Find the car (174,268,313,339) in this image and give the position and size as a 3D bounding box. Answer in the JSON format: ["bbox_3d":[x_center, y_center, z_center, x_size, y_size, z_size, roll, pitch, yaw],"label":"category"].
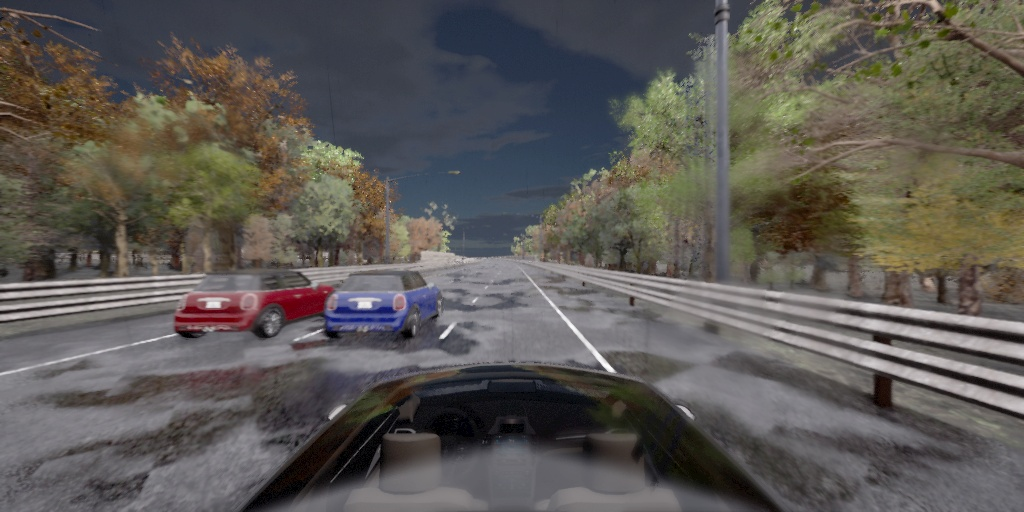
[{"bbox_3d":[-6.901,1.161,10.418,2.097,1.767,4.553,0,0,0],"label":"car"}]

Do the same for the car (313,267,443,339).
[{"bbox_3d":[-3.400,1.161,10.416,2.097,1.767,4.553,0,0,0],"label":"car"}]
